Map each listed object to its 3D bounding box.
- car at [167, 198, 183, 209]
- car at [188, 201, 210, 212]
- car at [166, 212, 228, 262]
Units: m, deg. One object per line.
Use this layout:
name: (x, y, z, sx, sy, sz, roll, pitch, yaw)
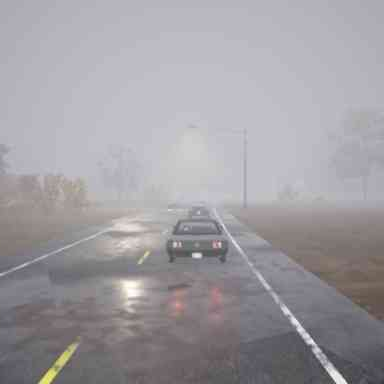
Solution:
car: (-2.250, 1.583, 46.469, 2.033, 1.411, 5.357, 0, 0, 3)
car: (0.660, 1.551, 29.761, 1.812, 1.442, 4.674, 0, 0, 2)
car: (0.200, 1.612, 12.171, 1.895, 1.301, 4.718, 0, 0, 1)
